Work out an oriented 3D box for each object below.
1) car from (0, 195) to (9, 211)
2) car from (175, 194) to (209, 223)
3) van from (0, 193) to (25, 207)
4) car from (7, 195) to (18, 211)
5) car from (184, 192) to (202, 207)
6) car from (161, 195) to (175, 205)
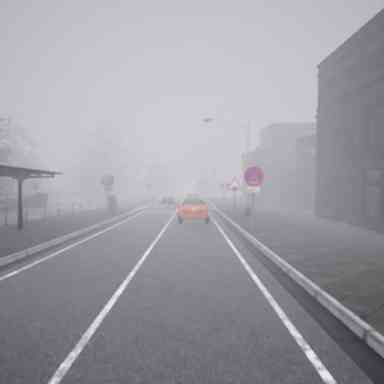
[{"bbox_3d":[-21.913,1.379,33.497,5.366,1.575,1.946,0,0,0],"label":"car"},{"bbox_3d":[0.114,1.209,24.520,2.097,1.767,4.553,0,1,0],"label":"car"},{"bbox_3d":[-21.986,1.142,39.047,4.442,1.987,1.878,0,0,0],"label":"van"},{"bbox_3d":[-22.131,1.404,36.274,4.792,1.488,2.163,0,0,0],"label":"car"},{"bbox_3d":[0.122,0.999,41.036,2.033,1.411,5.357,0,-6,0],"label":"car"},{"bbox_3d":[-3.240,1.109,45.991,1.895,1.301,4.718,0,1,0],"label":"car"}]
